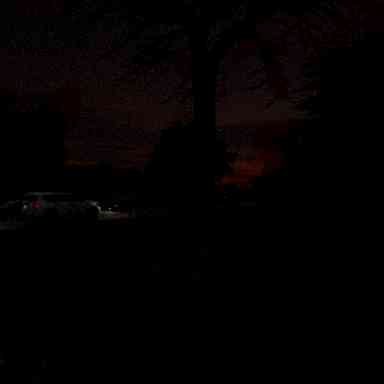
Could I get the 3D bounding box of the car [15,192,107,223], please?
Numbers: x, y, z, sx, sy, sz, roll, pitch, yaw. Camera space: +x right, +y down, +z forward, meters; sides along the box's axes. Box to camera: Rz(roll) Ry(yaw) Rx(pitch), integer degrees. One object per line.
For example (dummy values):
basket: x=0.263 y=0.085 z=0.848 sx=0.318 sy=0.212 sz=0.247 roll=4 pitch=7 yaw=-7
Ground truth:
car: x=-9.394 y=1.026 z=24.274 sx=2.150 sy=2.045 sz=5.566 roll=2 pitch=2 yaw=40

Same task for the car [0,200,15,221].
car: x=-12.838 y=1.281 z=24.745 sx=1.812 sy=1.442 sz=4.674 roll=2 pitch=2 yaw=37

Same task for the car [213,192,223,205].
car: x=2.333 y=1.026 z=47.940 sx=1.812 sy=1.442 sz=4.674 roll=2 pitch=0 yaw=29

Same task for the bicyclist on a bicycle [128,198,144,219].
bicyclist on a bicycle: x=-4.304 y=1.260 z=25.413 sx=1.656 sy=1.620 sz=0.582 roll=0 pitch=0 yaw=36

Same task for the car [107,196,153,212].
car: x=-6.288 y=1.161 z=33.778 sx=2.033 sy=1.411 sz=5.357 roll=2 pitch=2 yaw=35

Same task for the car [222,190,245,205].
car: x=5.817 y=0.797 z=47.825 sx=2.150 sy=2.045 sz=5.566 roll=2 pitch=1 yaw=28
